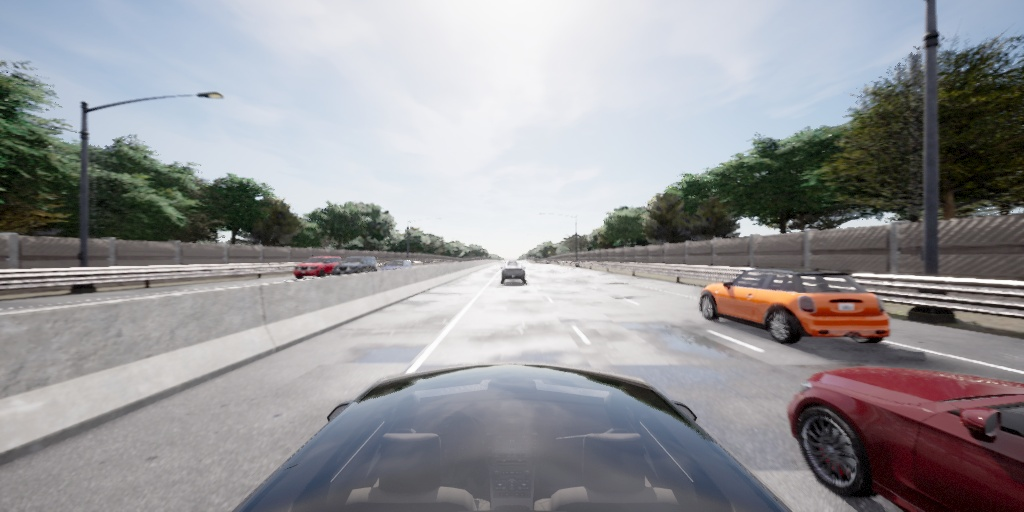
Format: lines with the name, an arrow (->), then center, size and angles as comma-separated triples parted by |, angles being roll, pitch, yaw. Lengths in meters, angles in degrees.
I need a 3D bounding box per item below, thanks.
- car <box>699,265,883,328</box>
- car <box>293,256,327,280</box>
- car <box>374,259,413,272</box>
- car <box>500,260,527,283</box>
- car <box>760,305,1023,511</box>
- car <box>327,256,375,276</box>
car -> 7.102, 1.105, 9.737 | 2.097, 1.767, 4.553 | 0, 0, 0
car -> -17.490, 1.022, 32.811 | 2.150, 2.045, 5.566 | 0, 0, 0
car -> -10.491, 1.165, 32.838 | 2.097, 1.767, 4.553 | 0, 0, 0
car -> 0.110, 1.289, 28.461 | 2.128, 1.511, 4.902 | 0, 0, 0
car -> 3.600, 1.276, 1.522 | 1.812, 1.442, 4.674 | 0, 0, 0
car -> -13.994, 1.034, 32.373 | 2.150, 2.045, 5.566 | 0, 0, 0
